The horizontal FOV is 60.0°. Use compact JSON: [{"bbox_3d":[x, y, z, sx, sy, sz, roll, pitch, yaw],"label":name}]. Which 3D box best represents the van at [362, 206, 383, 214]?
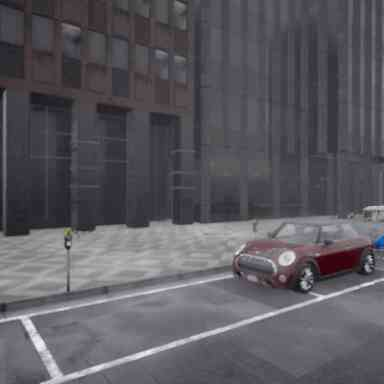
[{"bbox_3d":[7.575,1.375,12.059,3.998,1.788,1.690,0,0,-36],"label":"van"}]

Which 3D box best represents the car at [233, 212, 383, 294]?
[{"bbox_3d":[3.010,1.459,8.799,4.097,1.590,1.967,0,0,-36],"label":"car"}]
